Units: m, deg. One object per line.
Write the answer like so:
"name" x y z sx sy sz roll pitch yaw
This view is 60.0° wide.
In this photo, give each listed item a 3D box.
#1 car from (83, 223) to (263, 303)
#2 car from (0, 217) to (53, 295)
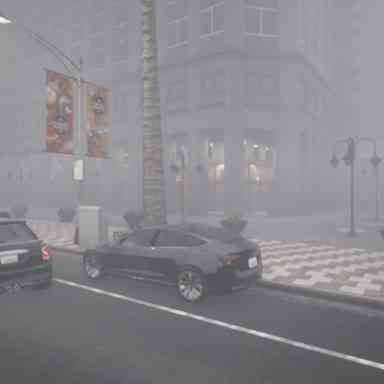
"car" -0.652 1.507 8.249 4.786 1.482 2.161 0 0 35
"car" -5.305 1.341 7.768 4.553 1.767 2.097 0 0 35
